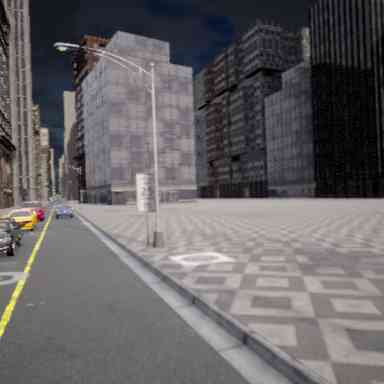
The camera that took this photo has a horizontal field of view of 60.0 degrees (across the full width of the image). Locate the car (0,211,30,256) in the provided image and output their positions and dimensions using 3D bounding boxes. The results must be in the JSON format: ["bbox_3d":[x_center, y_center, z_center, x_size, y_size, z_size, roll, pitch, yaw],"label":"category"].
[{"bbox_3d":[-8.494,1.862,14.333,2.128,1.511,4.902,-2,0,-22],"label":"car"}]

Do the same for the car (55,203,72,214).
[{"bbox_3d":[-19.090,2.405,49.295,2.128,1.511,4.902,-2,0,-22],"label":"car"}]

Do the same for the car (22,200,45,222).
[{"bbox_3d":[-16.530,1.982,34.470,2.150,2.045,5.566,-2,0,-22],"label":"car"}]

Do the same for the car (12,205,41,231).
[{"bbox_3d":[-12.646,2.051,24.694,1.882,1.535,5.008,-2,0,-22],"label":"car"}]

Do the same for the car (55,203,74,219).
[{"bbox_3d":[-14.719,2.259,38.436,2.033,1.411,5.357,-2,0,-22],"label":"car"}]
